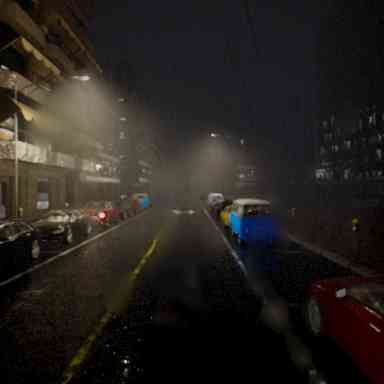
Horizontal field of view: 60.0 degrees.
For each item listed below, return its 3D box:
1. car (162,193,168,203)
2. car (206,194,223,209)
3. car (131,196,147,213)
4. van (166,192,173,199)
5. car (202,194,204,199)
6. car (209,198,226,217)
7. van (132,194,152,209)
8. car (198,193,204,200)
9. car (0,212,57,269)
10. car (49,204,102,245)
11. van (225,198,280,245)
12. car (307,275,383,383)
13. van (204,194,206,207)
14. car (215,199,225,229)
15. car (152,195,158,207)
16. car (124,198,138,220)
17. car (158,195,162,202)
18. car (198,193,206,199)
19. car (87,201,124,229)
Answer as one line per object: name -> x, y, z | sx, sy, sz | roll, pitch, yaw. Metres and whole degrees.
car -> -5.839, 1.178, 58.944 | 1.947, 1.339, 4.313 | 0, 0, 0
car -> 2.609, 1.221, 31.332 | 1.967, 1.590, 4.097 | 0, 0, 0
car -> -5.770, 1.330, 31.312 | 1.887, 1.381, 4.507 | 0, 0, 0
van -> -5.909, 0.796, 86.575 | 1.690, 1.788, 3.998 | 0, 0, 0
car -> 2.582, 1.235, 42.555 | 1.752, 1.417, 4.829 | 0, 0, 0
car -> 2.624, 1.383, 25.806 | 1.947, 1.339, 4.313 | 0, 0, 0
van -> -5.785, 1.091, 36.838 | 1.690, 1.788, 3.998 | 0, 0, 0
car -> 2.500, 1.056, 75.545 | 1.887, 1.381, 4.507 | 0, 0, 0
car -> -5.714, 1.486, 9.206 | 2.008, 1.369, 4.403 | 0, 0, 0
car -> -5.728, 1.448, 14.733 | 2.008, 1.369, 4.403 | 0, 0, 0
van -> 2.650, 1.233, 14.752 | 1.690, 1.788, 3.998 | 0, 0, 0
car -> 2.679, 1.553, 3.700 | 1.802, 1.307, 4.206 | 0, 0, 0
van -> 2.595, 1.086, 36.859 | 1.690, 1.788, 3.998 | 0, 0, 0
car -> 2.637, 1.378, 20.448 | 1.752, 1.417, 4.829 | 0, 0, 0
car -> -5.798, 1.297, 42.365 | 1.802, 1.307, 4.206 | 0, 0, 0
car -> -5.756, 1.388, 25.785 | 1.947, 1.339, 4.313 | 0, 0, 0
car -> -5.811, 1.262, 47.891 | 1.802, 1.307, 4.206 | 0, 0, 0
car -> 2.472, 0.996, 86.596 | 1.887, 1.381, 4.507 | -1, 0, 0
car -> -5.743, 1.299, 20.257 | 1.967, 1.590, 4.097 | 0, 0, 0
